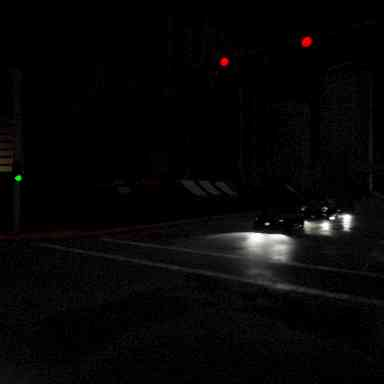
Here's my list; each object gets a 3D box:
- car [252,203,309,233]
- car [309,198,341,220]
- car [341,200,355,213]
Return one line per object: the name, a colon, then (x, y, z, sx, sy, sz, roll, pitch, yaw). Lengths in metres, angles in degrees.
car: (5.118, 1.521, 19.414, 1.994, 1.385, 4.181, 0, 0, 34)
car: (10.543, 1.307, 27.433, 2.097, 1.767, 4.553, 0, 0, 34)
car: (16.107, 1.554, 35.649, 1.895, 1.301, 4.718, 0, 0, 34)
